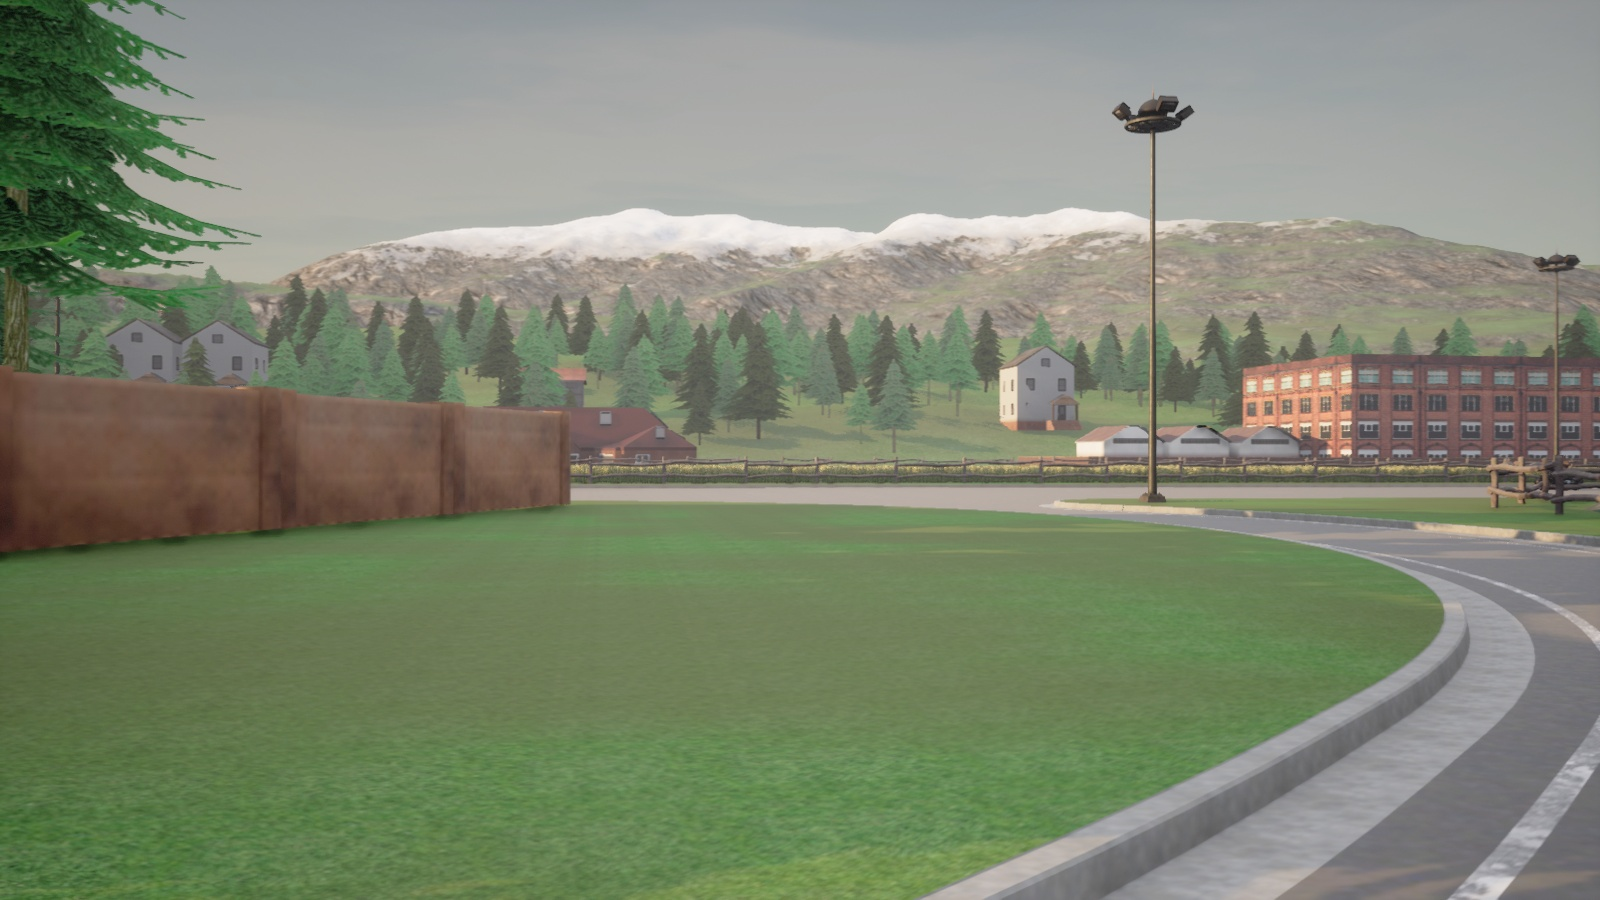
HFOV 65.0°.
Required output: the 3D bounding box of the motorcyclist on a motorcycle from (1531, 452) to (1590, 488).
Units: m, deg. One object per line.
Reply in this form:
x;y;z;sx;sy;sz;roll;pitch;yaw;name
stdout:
34.640;0.906;57.214;2.350;1.649;0.766;0;0;-8;motorcyclist on a motorcycle
